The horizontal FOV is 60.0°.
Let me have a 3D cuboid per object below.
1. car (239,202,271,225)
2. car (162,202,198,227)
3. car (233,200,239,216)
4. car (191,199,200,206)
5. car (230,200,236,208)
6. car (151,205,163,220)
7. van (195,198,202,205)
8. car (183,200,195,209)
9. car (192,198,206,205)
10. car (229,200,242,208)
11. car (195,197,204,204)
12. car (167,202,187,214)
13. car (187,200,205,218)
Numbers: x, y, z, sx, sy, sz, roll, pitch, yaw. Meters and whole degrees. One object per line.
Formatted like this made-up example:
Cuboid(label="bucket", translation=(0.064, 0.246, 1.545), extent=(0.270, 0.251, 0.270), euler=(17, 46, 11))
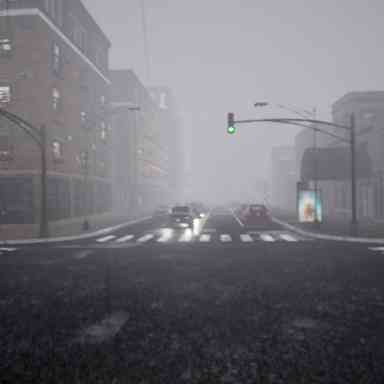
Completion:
Cuboid(label="car", translation=(5.038, 1.678, 26.322), extent=(1.967, 1.590, 4.097), euler=(-1, -1, 5))
Cuboid(label="car", translation=(-0.797, 1.816, 25.925), extent=(1.837, 1.490, 4.892), euler=(-1, -1, 5))
Cuboid(label="car", translation=(5.973, 1.945, 37.675), extent=(1.802, 1.307, 4.206), euler=(-1, -1, 5))
Cuboid(label="car", translation=(0.867, 2.464, 77.918), extent=(1.752, 1.417, 4.829), euler=(-1, -1, 5))
Cuboid(label="car", translation=(6.438, 1.977, 43.353), extent=(2.008, 1.369, 4.403), euler=(-1, -1, 5))
Cuboid(label="car", translation=(-2.846, 1.971, 32.670), extent=(2.008, 1.369, 4.403), euler=(-1, -1, 5))
Cuboid(label="van", translation=(1.810, 2.419, 89.444), extent=(1.690, 1.788, 3.998), euler=(-1, -1, 5))
Cuboid(label="car", translation=(-0.530, 2.263, 60.887), extent=(1.752, 1.417, 4.829), euler=(-1, -1, 5))
Cuboid(label="car", translation=(0.841, 2.022, 45.707), extent=(2.128, 1.511, 4.902), euler=(-1, -1, 5))
Cuboid(label="car", translation=(7.837, 2.170, 60.384), extent=(2.008, 1.369, 4.403), euler=(-1, -1, 5))
Cuboid(label="car", translation=(2.275, 2.463, 95.120), extent=(2.192, 1.841, 5.009), euler=(-1, -1, 5))
Cuboid(label="car", translation=(-1.914, 2.097, 44.025), extent=(2.008, 1.369, 4.403), euler=(-1, -1, 5))
Cuboid(label="car", translation=(-0.017, 1.907, 35.409), extent=(2.128, 1.511, 4.902), euler=(-1, -1, 5))
